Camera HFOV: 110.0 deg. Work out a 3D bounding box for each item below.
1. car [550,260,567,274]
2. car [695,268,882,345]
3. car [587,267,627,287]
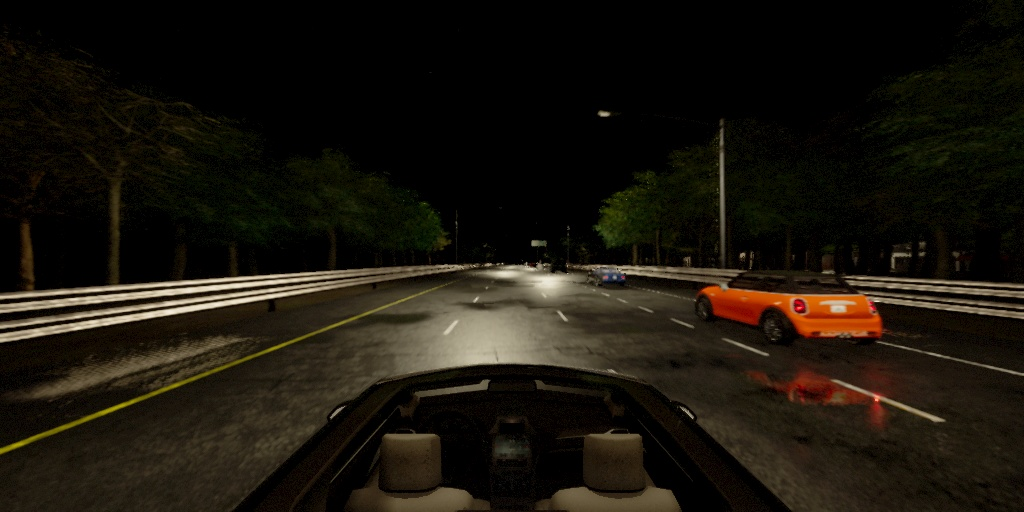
[{"bbox_3d":[7.114,1.687,55.437,2.150,2.045,5.566,0,-1,0],"label":"car"},{"bbox_3d":[6.997,1.163,9.812,2.097,1.767,4.553,0,0,0],"label":"car"},{"bbox_3d":[7.014,1.543,26.995,2.033,1.411,5.357,0,-1,0],"label":"car"}]
